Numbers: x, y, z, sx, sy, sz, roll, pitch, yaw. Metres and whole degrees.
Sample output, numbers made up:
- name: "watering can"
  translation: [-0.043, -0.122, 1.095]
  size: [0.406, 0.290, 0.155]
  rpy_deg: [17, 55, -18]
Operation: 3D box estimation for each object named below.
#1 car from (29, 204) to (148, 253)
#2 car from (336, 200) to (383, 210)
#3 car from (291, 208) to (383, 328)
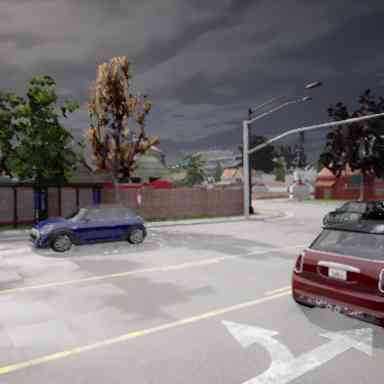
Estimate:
- name: "car"
  translation: [-4.221, 1.358, 13.870]
  size: [4.553, 1.767, 2.097]
  rpy_deg: [0, 0, -35]
- name: "car"
  translation: [9.649, 1.319, 19.372]
  size: [4.553, 1.767, 2.097]
  rpy_deg: [-1, 0, -35]
- name: "car"
  translation: [4.108, 1.353, 6.678]
  size: [4.553, 1.767, 2.097]
  rpy_deg: [0, 0, -36]
